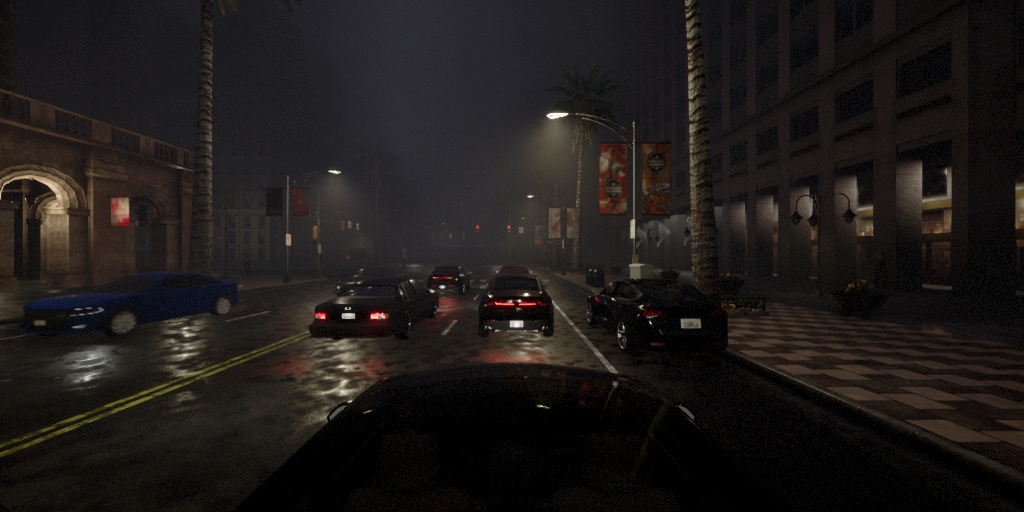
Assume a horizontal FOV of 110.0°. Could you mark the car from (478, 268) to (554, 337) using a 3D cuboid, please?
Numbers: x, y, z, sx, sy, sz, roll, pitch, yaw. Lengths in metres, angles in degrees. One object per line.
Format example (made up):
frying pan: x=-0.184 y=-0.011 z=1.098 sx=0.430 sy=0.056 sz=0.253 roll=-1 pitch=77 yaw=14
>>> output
car: x=0.097 y=1.254 z=10.346 sx=1.837 sy=1.490 sz=4.892 roll=0 pitch=0 yaw=0

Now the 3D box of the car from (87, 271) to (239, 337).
car: x=-10.574 y=1.227 z=10.527 sx=1.882 sy=1.535 sz=5.008 roll=0 pitch=0 yaw=0

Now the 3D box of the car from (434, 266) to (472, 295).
car: x=-3.384 y=1.255 z=19.855 sx=1.837 sy=1.490 sz=4.892 roll=0 pitch=0 yaw=0

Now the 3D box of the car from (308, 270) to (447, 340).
car: x=-3.393 y=1.297 z=9.966 sx=2.033 sy=1.411 sz=5.357 roll=0 pitch=0 yaw=0

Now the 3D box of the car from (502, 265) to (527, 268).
car: x=0.111 y=1.228 z=19.796 sx=1.882 sy=1.535 sz=5.008 roll=0 pitch=0 yaw=0

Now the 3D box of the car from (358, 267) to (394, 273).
car: x=-7.031 y=1.297 z=18.498 sx=2.033 sy=1.411 sz=5.357 roll=0 pitch=0 yaw=1
